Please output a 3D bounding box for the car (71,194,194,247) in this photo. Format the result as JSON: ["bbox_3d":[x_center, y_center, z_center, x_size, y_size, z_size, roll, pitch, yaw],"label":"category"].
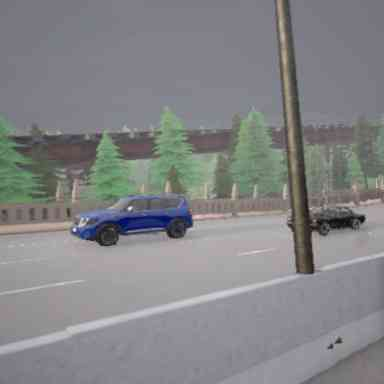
[{"bbox_3d":[-2.506,1.151,15.096,5.566,2.045,2.150,-1,0,-35],"label":"car"}]

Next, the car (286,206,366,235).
[{"bbox_3d":[7.152,1.428,17.674,4.718,1.301,1.895,-1,0,-35],"label":"car"}]
